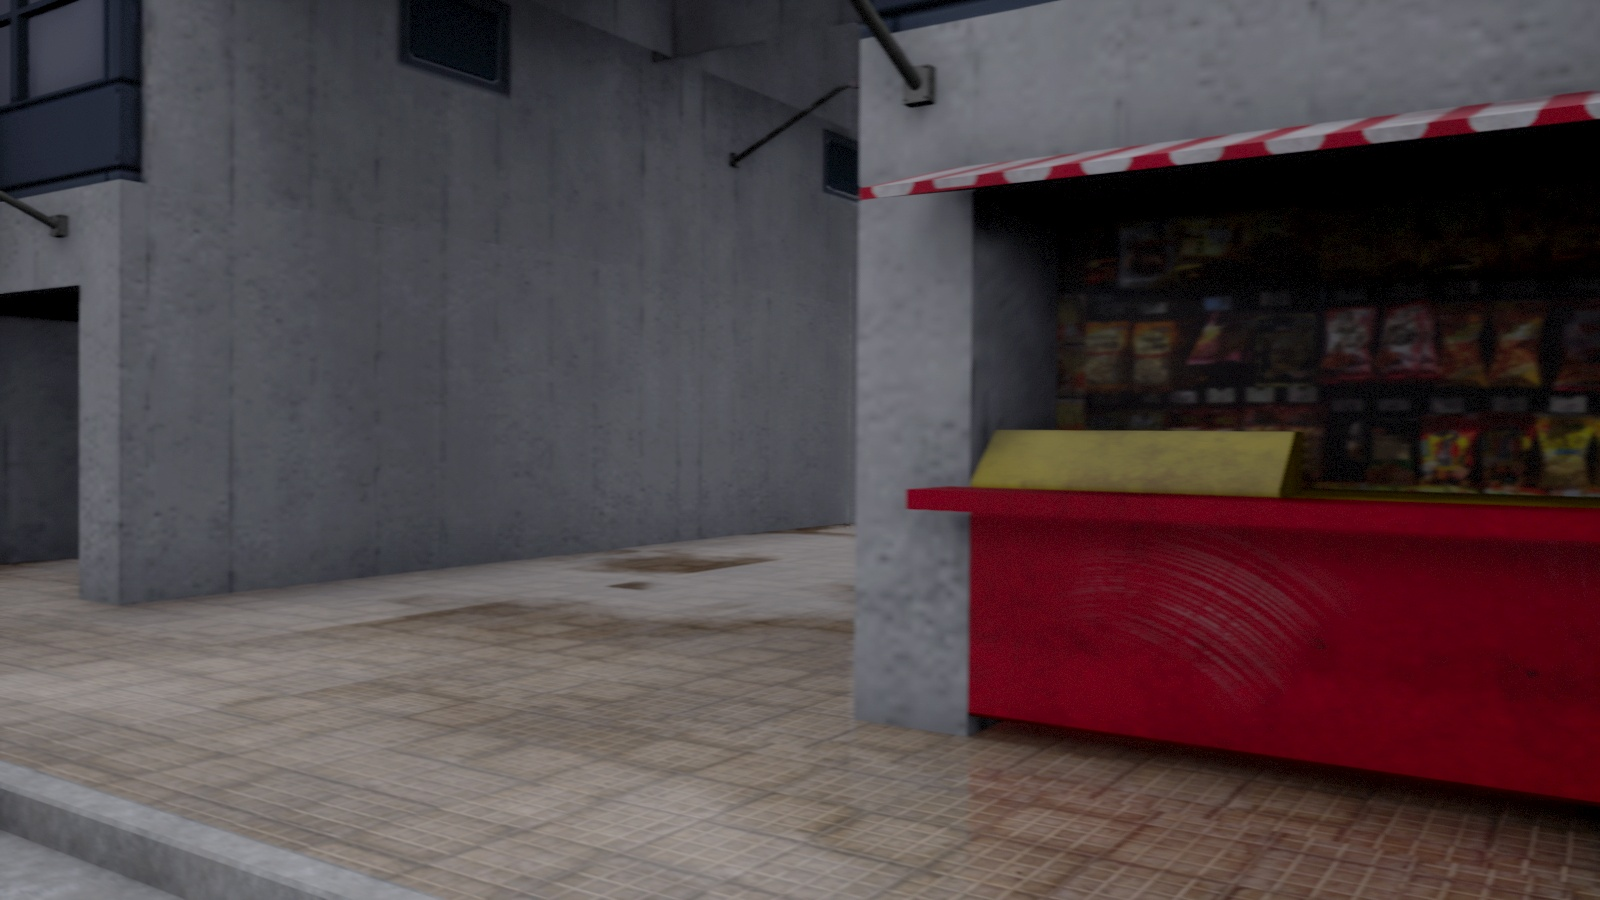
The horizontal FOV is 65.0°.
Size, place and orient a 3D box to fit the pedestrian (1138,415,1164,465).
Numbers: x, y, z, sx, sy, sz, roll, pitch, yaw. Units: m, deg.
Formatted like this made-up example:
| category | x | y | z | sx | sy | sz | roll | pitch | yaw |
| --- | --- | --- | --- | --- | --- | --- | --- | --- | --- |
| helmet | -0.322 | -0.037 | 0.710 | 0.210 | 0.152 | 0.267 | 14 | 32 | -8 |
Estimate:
| category | x | y | z | sx | sy | sz | roll | pitch | yaw |
| --- | --- | --- | --- | --- | --- | --- | --- | --- | --- |
| pedestrian | 13.506 | -0.390 | 48.309 | 0.849 | 1.883 | 0.563 | 0 | 1 | 33 |
